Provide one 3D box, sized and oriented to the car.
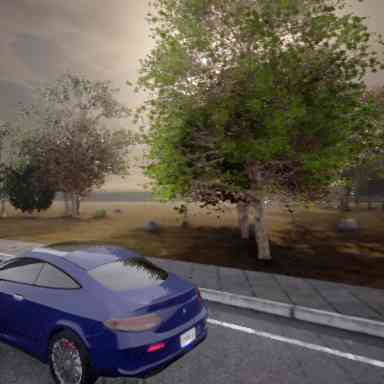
[{"bbox_3d":[-1.968,1.513,5.120,4.674,1.442,1.812,0,0,33],"label":"car"}]
